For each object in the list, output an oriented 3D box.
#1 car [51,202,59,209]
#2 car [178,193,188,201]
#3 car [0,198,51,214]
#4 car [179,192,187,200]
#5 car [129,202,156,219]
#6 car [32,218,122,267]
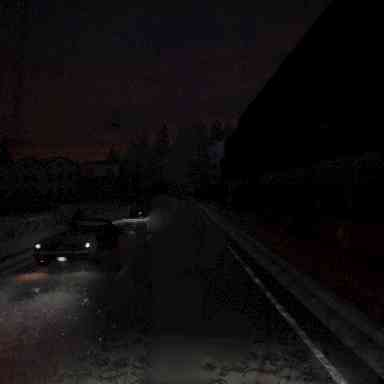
[{"bbox_3d":[-19.135,1.579,42.519,3.806,1.475,1.970,-1,0,-2],"label":"car"},{"bbox_3d":[-2.106,1.148,76.555,2.097,1.767,4.553,-1,0,-2],"label":"car"},{"bbox_3d":[-18.632,1.510,36.113,5.027,1.636,2.152,-1,0,-2],"label":"car"},{"bbox_3d":[-2.393,1.007,86.608,2.097,1.767,4.553,-1,0,-2],"label":"car"},{"bbox_3d":[-4.336,1.572,29.633,1.994,1.385,4.181,-1,0,-1],"label":"car"},{"bbox_3d":[-3.870,1.657,11.948,1.895,1.301,4.718,-1,0,-2],"label":"car"}]
